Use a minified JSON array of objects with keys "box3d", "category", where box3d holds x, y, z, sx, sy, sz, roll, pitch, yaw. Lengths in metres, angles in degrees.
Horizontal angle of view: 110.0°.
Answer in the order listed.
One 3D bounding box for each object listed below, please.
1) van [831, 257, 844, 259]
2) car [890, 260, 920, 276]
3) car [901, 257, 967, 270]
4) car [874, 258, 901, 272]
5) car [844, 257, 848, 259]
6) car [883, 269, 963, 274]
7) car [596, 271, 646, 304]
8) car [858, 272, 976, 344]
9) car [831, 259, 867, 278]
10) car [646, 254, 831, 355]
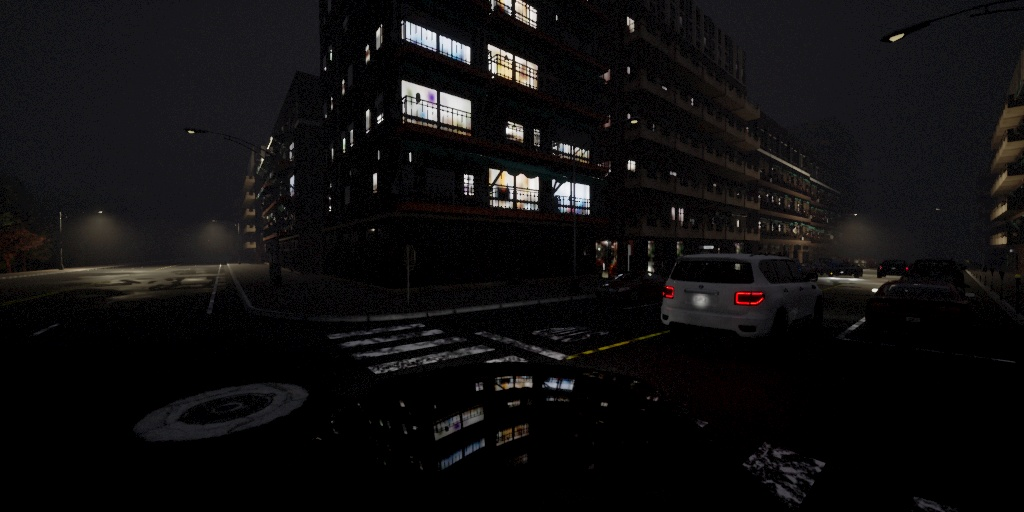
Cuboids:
[{"box3d":[35.974,1.060,40.851,3.998,1.789,1.690,0,0,-39],"category":"van"},{"box3d":[42.488,1.217,38.765,5.008,1.535,1.882,0,0,-39],"category":"car"},{"box3d":[23.686,1.063,20.027,5.009,1.841,2.192,0,0,-39],"category":"car"},{"box3d":[34.645,1.091,32.336,4.553,1.767,2.097,0,0,-39],"category":"car"},{"box3d":[40.344,1.035,44.454,5.009,1.841,2.192,0,0,-39],"category":"car"},{"box3d":[14.911,1.316,12.865,4.313,1.339,1.948,0,0,-39],"category":"car"},{"box3d":[5.511,1.306,15.969,4.207,1.307,1.802,0,0,-39],"category":"car"},{"box3d":[10.788,1.297,9.500,4.507,1.381,1.888,0,0,-39],"category":"car"},{"box3d":[31.270,1.292,33.559,4.181,1.385,1.994,0,0,-39],"category":"car"},{"box3d":[5.920,0.965,8.993,5.566,2.045,2.150,0,0,-39],"category":"car"}]
